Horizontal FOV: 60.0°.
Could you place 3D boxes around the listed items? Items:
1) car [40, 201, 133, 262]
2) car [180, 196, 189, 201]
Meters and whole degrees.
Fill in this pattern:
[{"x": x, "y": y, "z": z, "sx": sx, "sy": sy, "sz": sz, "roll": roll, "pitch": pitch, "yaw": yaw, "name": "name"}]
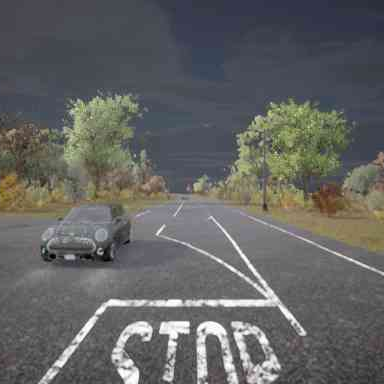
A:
[{"x": -3.457, "y": 1.191, "z": 11.706, "sx": 2.097, "sy": 1.767, "sz": 4.553, "roll": 1, "pitch": 2, "yaw": 0, "name": "car"}, {"x": -2.036, "y": 1.669, "z": 90.571, "sx": 2.033, "sy": 1.411, "sz": 5.357, "roll": 0, "pitch": 0, "yaw": 6, "name": "car"}]
